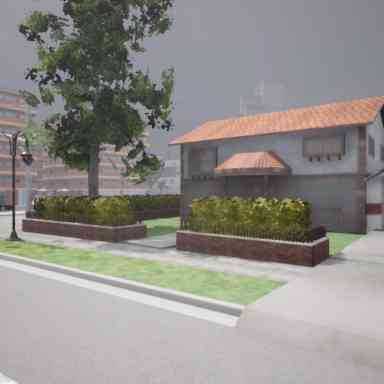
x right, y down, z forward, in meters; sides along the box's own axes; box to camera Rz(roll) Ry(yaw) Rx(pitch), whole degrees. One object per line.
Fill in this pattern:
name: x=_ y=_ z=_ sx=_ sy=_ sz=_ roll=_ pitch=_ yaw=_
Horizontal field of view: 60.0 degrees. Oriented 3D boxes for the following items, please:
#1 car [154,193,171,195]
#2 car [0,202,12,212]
car: x=-5.557 y=1.220 z=57.023 sx=2.150 sy=2.045 sz=5.566 roll=0 pitch=0 yaw=36
car: x=-21.589 y=1.600 z=35.037 sx=1.895 sy=1.301 sz=4.718 roll=0 pitch=0 yaw=33
